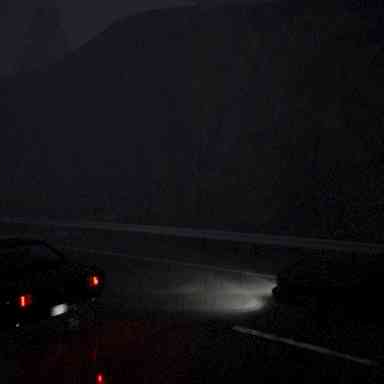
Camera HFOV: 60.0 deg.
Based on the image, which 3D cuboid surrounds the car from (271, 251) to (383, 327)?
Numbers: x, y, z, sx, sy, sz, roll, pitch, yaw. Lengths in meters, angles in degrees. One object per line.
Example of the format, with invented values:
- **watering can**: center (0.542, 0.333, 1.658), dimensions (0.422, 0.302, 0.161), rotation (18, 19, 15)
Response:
- **car**: center (4.096, 1.538, 5.304), dimensions (5.357, 1.411, 2.033), rotation (0, 0, 35)

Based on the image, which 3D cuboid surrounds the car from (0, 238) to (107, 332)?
- **car**: center (-3.972, 1.593, 6.540), dimensions (4.718, 1.301, 1.895), rotation (0, 0, 33)
